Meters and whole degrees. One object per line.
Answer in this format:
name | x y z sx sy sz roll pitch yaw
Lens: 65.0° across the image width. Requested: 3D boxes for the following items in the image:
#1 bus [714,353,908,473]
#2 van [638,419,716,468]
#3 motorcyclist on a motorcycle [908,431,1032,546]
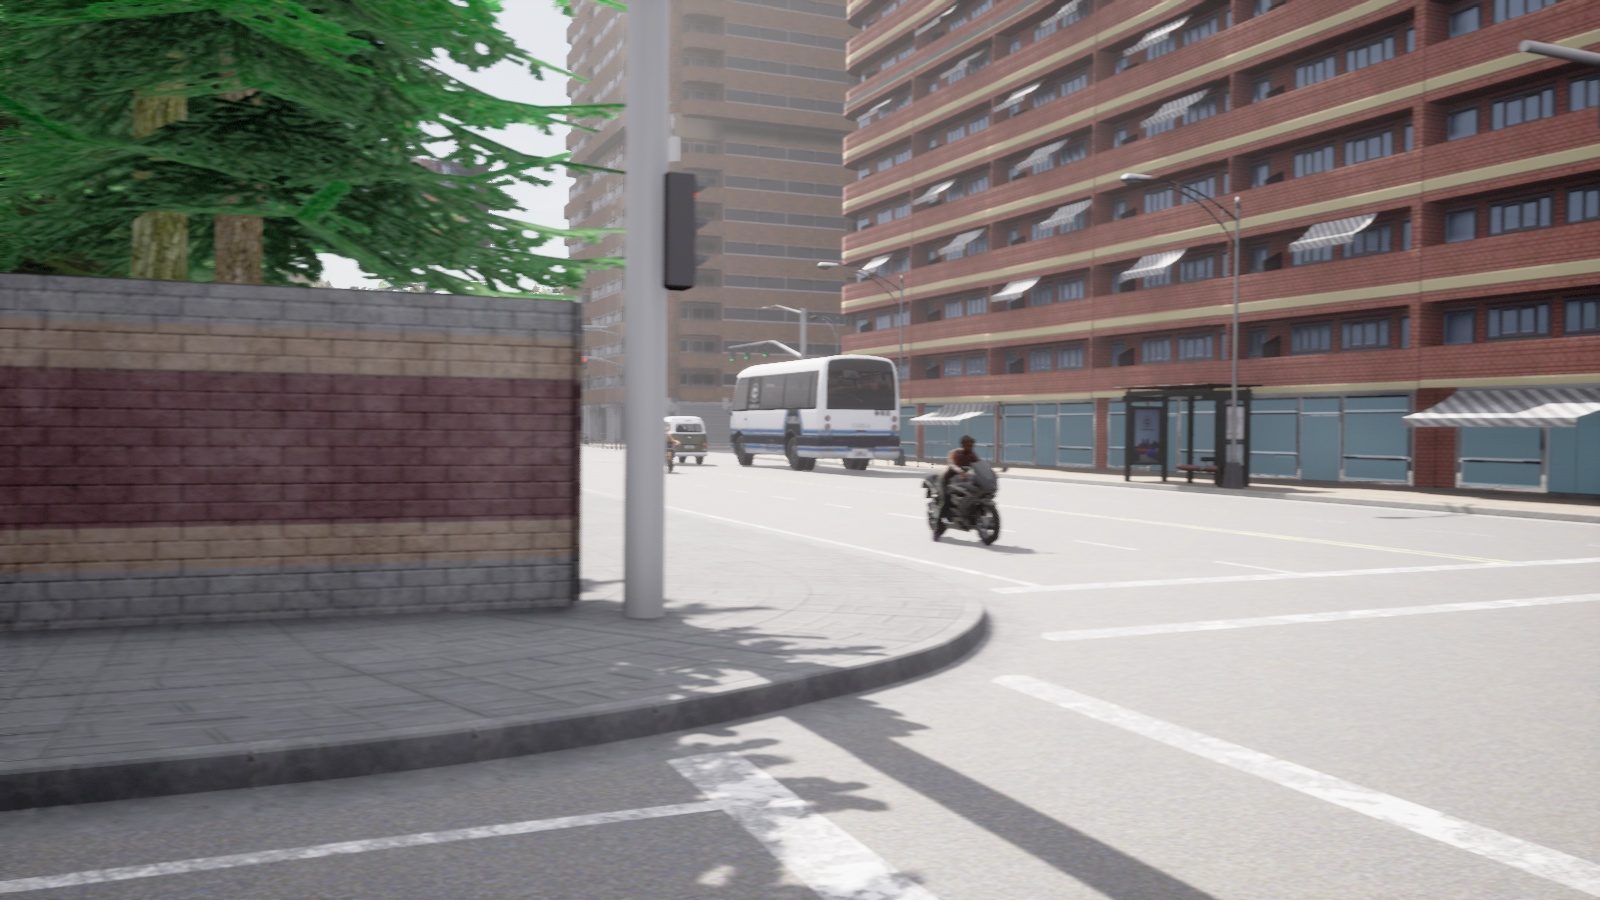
bus | 0.142 -1.399 50.168 3.944 4.253 10.273 -1 1 -23
van | -5.370 -0.308 54.311 2.069 2.038 4.480 -1 1 -23
motorcyclist on a motorcycle | 2.367 0.497 17.788 0.797 1.523 2.044 -1 1 -23
